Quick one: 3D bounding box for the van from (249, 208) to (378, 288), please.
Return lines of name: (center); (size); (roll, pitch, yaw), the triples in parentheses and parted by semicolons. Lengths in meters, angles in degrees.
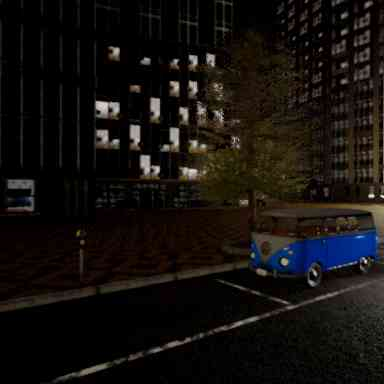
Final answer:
van: (3.328, 1.337, 8.931); (3.998, 1.788, 1.690); (0, 0, -36)
